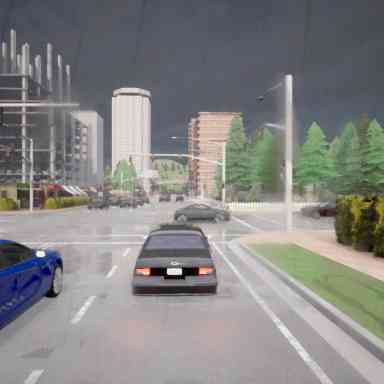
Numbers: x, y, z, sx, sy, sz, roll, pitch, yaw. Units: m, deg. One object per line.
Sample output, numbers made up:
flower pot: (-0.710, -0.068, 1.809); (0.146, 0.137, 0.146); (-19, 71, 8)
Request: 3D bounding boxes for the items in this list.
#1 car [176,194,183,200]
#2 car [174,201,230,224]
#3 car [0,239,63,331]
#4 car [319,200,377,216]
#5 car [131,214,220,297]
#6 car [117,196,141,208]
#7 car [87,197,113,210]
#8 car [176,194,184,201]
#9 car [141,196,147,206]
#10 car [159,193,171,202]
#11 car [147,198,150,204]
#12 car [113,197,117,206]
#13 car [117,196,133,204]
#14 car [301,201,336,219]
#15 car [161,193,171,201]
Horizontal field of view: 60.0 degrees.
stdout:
car: (-3.119, 1.327, 84.834); (1.837, 1.490, 4.892); (0, 0, -2)
car: (0.706, 1.564, 24.313); (4.181, 1.385, 1.994); (0, 0, -1)
car: (-3.719, 1.478, 5.488); (1.882, 1.535, 5.008); (0, 0, -3)
car: (14.733, 1.526, 31.643); (4.674, 1.442, 1.812); (0, 0, -1)
car: (-0.403, 1.547, 8.780); (2.033, 1.411, 5.357); (0, 0, -2)
car: (-8.854, 1.564, 46.794); (1.994, 1.385, 4.181); (0, 0, -2)
car: (-12.252, 1.547, 43.787); (2.033, 1.411, 5.357); (0, 0, -2)
car: (-2.788, 1.493, 75.621); (1.837, 1.490, 4.892); (0, 0, -2)
car: (-9.143, 1.564, 55.157); (1.994, 1.385, 4.181); (0, 0, -2)
car: (-6.283, 1.355, 75.505); (2.097, 1.767, 4.553); (0, 0, -2)
car: (-9.449, 1.564, 65.109); (1.994, 1.385, 4.181); (0, 0, -1)
car: (-12.604, 1.547, 53.825); (2.033, 1.411, 5.357); (0, 0, -2)
car: (-12.926, 1.547, 64.373); (2.033, 1.411, 5.357); (0, 0, -1)
car: (11.796, 1.478, 28.131); (5.008, 1.535, 1.882); (0, 0, -1)
car: (-6.628, 1.225, 85.020); (2.150, 2.045, 5.566); (0, 0, -2)
